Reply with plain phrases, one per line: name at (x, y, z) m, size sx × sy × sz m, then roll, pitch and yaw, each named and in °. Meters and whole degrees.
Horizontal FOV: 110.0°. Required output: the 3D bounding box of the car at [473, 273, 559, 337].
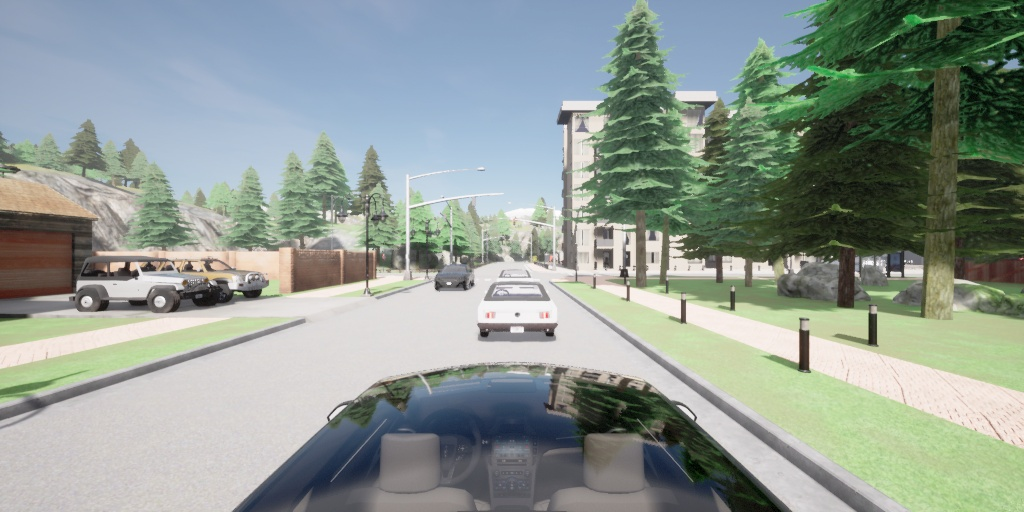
car at (0.132, 1.351, 10.236) m, size 1.895 × 1.301 × 4.718 m, roll 0°, pitch 0°, yaw 0°

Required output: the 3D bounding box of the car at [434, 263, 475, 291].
car at (-3.429, 1.235, 22.092) m, size 1.882 × 1.535 × 5.008 m, roll 0°, pitch 0°, yaw 0°

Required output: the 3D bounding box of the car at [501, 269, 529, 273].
car at (0.162, 1.351, 19.404) m, size 1.895 × 1.301 × 4.718 m, roll 0°, pitch 0°, yaw 0°
